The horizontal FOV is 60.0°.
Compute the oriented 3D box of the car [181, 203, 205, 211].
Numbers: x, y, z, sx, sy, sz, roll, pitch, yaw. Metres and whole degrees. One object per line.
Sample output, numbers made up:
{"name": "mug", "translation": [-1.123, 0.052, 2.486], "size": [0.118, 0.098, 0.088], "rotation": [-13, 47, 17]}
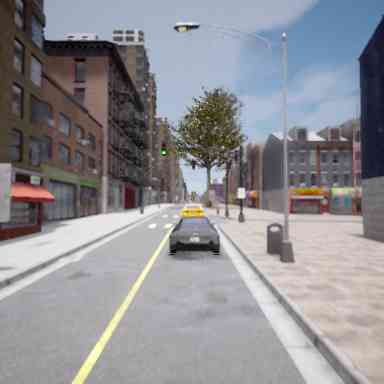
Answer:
{"name": "car", "translation": [0.106, 1.803, 29.032], "size": [1.882, 1.535, 5.008], "rotation": [0, 0, 0]}

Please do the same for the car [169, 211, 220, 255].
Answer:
{"name": "car", "translation": [0.104, 1.716, 14.084], "size": [1.994, 1.385, 4.181], "rotation": [0, -1, 0]}
